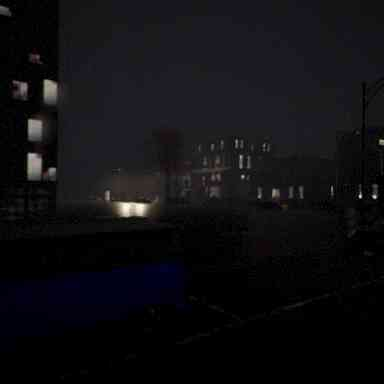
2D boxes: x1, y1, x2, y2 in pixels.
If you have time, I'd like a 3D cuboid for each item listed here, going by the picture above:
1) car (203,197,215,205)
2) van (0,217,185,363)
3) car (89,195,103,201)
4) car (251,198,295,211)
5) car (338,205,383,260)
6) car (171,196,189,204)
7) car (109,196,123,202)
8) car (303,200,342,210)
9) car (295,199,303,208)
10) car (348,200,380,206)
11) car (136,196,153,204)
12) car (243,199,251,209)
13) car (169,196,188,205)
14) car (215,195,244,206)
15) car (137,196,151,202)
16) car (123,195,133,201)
[{"bbox_3d":[3.705,1.605,61.737,1.967,1.590,4.097,0,-1,-35],"label":"car"},{"bbox_3d":[-2.022,1.338,5.060,3.998,1.788,1.690,0,1,-35],"label":"van"},{"bbox_3d":[-25.252,1.781,88.736,1.752,1.417,4.829,0,-1,-35],"label":"car"},{"bbox_3d":[9.312,1.402,38.607,1.967,1.590,4.097,0,-1,-35],"label":"car"},{"bbox_3d":[7.171,1.405,11.617,4.097,1.590,1.967,0,1,-35],"label":"car"},{"bbox_3d":[-2.658,1.658,70.833,1.967,1.590,4.097,0,-1,-35],"label":"car"},{"bbox_3d":[-19.027,1.769,79.749,1.947,1.339,4.313,0,-1,-35],"label":"car"},{"bbox_3d":[17.016,1.622,42.654,1.947,1.339,4.313,0,-1,-35],"label":"car"},{"bbox_3d":[13.895,1.663,47.159,1.802,1.307,4.206,0,-1,-35],"label":"car"},{"bbox_3d":[20.137,1.581,38.148,2.008,1.369,4.403,0,-1,-35],"label":"car"},{"bbox_3d":[-9.449,1.647,65.919,1.752,1.417,4.829,0,-1,-35],"label":"car"},{"bbox_3d":[9.331,1.612,43.363,1.895,1.301,4.718,1,-1,-35],"label":"car"},{"bbox_3d":[-2.956,1.609,61.266,2.128,1.511,4.902,1,-1,-34],"label":"car"},{"bbox_3d":[6.893,1.454,57.193,2.192,1.841,5.009,0,-1,-35],"label":"car"},{"bbox_3d":[-12.236,1.824,84.662,1.752,1.417,4.829,0,-1,-35],"label":"car"},{"bbox_3d":[-18.460,1.667,93.651,2.192,1.841,5.009,0,-1,-35],"label":"car"}]
